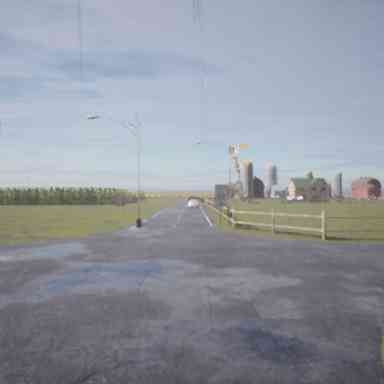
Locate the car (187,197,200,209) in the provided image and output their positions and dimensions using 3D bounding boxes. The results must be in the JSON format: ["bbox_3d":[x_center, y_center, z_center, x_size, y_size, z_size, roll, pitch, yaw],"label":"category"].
[{"bbox_3d":[0.266,2.018,55.672,1.812,1.442,4.674,0,-1,0],"label":"car"}]
